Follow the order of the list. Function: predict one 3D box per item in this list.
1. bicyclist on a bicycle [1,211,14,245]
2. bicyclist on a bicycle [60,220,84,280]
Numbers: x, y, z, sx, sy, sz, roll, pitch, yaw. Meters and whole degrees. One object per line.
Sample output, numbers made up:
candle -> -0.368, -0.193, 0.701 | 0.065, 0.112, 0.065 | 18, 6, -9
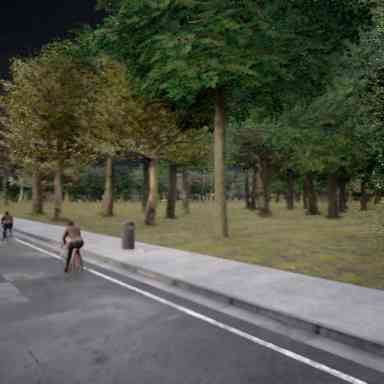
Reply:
bicyclist on a bicycle -> -9.225, 1.789, 16.633 | 0.582, 1.620, 1.656 | 1, -2, -40
bicyclist on a bicycle -> -3.485, 1.661, 9.697 | 0.582, 1.620, 1.656 | 1, -2, -40
